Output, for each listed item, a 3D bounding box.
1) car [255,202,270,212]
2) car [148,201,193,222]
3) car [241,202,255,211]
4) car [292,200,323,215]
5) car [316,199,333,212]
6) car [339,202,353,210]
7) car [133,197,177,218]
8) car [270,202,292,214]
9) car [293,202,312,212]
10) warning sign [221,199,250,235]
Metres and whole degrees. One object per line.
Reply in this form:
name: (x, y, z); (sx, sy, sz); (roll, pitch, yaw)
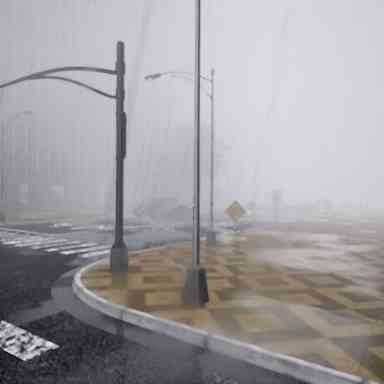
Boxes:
car: (12.110, 2.300, 51.428); (2.033, 1.411, 5.357); (1, -1, 33)
car: (-1.568, 1.839, 30.245); (1.812, 1.442, 4.674); (1, -1, 33)
car: (9.101, 2.241, 52.766); (1.812, 1.442, 4.674); (1, -1, 33)
car: (15.651, 2.239, 44.784); (2.128, 1.511, 4.902); (1, -1, 33)
car: (21.165, 2.145, 53.479); (2.150, 2.045, 5.566); (1, -1, 33)
car: (30.685, 2.730, 66.243); (1.812, 1.442, 4.674); (1, -1, 33)
car: (-3.462, 1.532, 33.279); (2.150, 2.045, 5.566); (1, -1, 33)
car: (12.980, 2.321, 46.635); (1.895, 1.301, 4.718); (1, -1, 33)
car: (18.408, 2.459, 55.204); (1.994, 1.385, 4.181); (1, -1, 33)
warning sign: (2.483, 1.385, 18.978); (1.300, 1.860, 1.060); (2, 1, 33)
